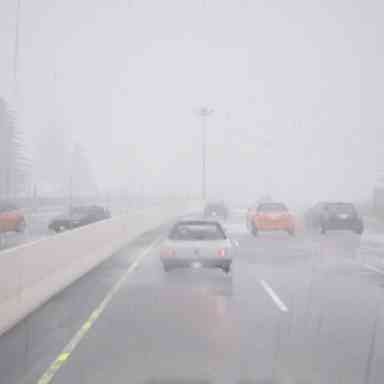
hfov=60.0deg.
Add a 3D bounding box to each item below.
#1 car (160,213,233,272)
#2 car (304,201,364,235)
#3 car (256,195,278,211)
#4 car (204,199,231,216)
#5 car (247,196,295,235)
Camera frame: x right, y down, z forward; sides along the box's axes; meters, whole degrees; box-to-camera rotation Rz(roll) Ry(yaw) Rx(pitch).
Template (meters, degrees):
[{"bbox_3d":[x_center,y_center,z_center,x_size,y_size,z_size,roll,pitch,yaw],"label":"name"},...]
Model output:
[{"bbox_3d":[0.187,1.563,10.673,1.895,1.301,4.718,0,0,2],"label":"car"},{"bbox_3d":[7.774,1.287,18.678,2.097,1.767,4.553,0,0,6],"label":"car"},{"bbox_3d":[8.889,1.216,39.386,2.097,1.767,4.553,0,0,18],"label":"car"},{"bbox_3d":[2.196,1.407,28.254,1.837,1.490,4.892,0,0,11],"label":"car"},{"bbox_3d":[4.233,1.288,18.500,2.097,1.767,4.553,0,0,5],"label":"car"}]
